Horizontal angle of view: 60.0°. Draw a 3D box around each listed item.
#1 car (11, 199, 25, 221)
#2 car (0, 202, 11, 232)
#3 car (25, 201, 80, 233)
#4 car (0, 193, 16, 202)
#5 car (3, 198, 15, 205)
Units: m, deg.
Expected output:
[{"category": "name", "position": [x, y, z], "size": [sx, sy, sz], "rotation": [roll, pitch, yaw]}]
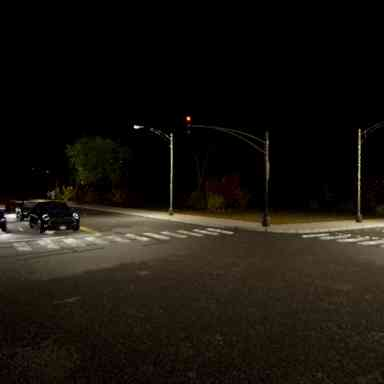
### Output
[{"category": "car", "position": [-13.522, 1.538, 27.766], "size": [2.033, 1.411, 5.357], "rotation": [0, 0, -33]}, {"category": "car", "position": [-12.003, 1.515, 19.505], "size": [1.812, 1.442, 4.674], "rotation": [0, 0, -33]}, {"category": "car", "position": [-8.284, 1.351, 19.870], "size": [2.097, 1.767, 4.553], "rotation": [0, 0, -35]}, {"category": "car", "position": [-28.027, 1.170, 50.125], "size": [2.150, 2.045, 5.566], "rotation": [0, 0, -33]}, {"category": "car", "position": [-18.939, 1.581, 36.056], "size": [1.895, 1.301, 4.718], "rotation": [0, 0, -33]}]
